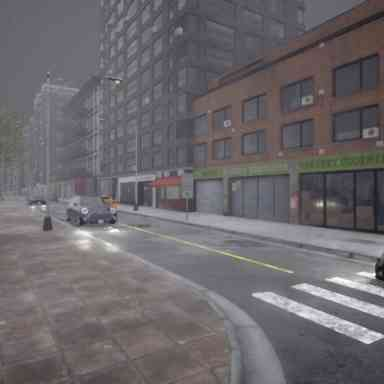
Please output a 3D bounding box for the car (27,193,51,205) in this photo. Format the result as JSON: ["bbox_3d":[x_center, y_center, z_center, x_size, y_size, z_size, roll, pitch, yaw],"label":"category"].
[{"bbox_3d":[-19.419,0.901,41.541,2.033,1.411,5.357,0,0,-32],"label":"car"}]

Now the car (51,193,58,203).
[{"bbox_3d":[-21.611,0.823,50.455,2.128,1.511,4.902,0,0,-32],"label":"car"}]

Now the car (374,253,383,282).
[{"bbox_3d":[5.887,1.516,6.347,1.994,1.385,4.181,0,1,-32],"label":"car"}]

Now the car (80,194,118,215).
[{"bbox_3d":[-8.160,1.015,28.880,1.882,1.535,5.008,0,1,-32],"label":"car"}]

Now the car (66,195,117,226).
[{"bbox_3d":[-6.142,0.997,20.070,2.097,1.767,4.553,0,1,-32],"label":"car"}]
